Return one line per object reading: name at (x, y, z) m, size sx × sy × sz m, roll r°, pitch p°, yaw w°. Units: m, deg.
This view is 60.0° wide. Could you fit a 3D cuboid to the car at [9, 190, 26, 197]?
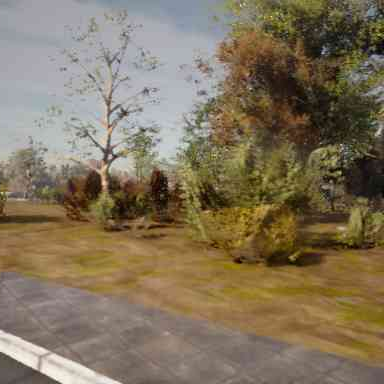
car at (-33.529, 0.307, 62.437) m, size 1.895 × 1.301 × 4.718 m, roll 3°, pitch -1°, yaw 11°
